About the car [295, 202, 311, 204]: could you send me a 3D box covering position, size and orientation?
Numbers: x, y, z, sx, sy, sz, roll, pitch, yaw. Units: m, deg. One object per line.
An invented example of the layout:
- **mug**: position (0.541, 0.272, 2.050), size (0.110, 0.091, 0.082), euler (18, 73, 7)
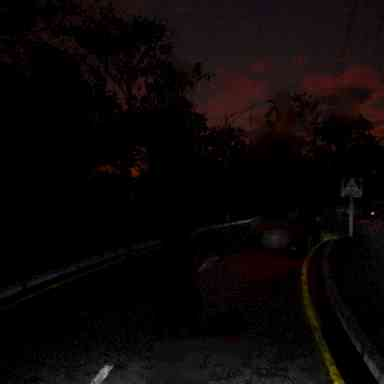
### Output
- **car**: position (8.564, 1.496, 26.098), size (1.994, 1.385, 4.181), euler (1, 0, 38)

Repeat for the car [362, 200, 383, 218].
- **car**: position (16.453, 1.498, 29.288), size (1.837, 1.490, 4.892), euler (1, 1, 40)

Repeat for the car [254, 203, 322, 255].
- **car**: position (4.013, 1.445, 13.468), size (1.882, 1.535, 5.008), euler (0, 0, 28)
